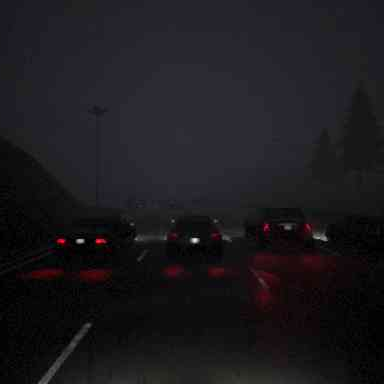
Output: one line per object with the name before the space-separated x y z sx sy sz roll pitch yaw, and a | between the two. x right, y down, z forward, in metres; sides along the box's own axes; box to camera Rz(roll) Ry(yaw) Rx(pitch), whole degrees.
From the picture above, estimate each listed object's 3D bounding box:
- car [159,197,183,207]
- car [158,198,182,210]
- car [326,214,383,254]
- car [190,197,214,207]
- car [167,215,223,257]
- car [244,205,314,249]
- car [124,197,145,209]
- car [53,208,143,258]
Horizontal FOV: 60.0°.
car | -3.292 1.552 51.478 1.994 1.385 4.181 0 0 -34
car | -3.069 1.481 43.741 2.128 1.511 4.902 1 0 -24
car | 7.096 1.561 13.496 1.994 1.385 4.181 0 0 0
car | 1.526 1.494 50.331 1.837 1.490 4.892 2 -1 -29
car | 0.094 1.561 12.931 1.994 1.385 4.181 0 0 0
car | 3.595 1.350 14.587 2.097 1.767 4.553 0 0 0
car | -7.807 1.495 45.144 1.837 1.490 4.892 2 -1 -28
car | -3.404 1.544 12.636 2.033 1.411 5.357 0 0 0
